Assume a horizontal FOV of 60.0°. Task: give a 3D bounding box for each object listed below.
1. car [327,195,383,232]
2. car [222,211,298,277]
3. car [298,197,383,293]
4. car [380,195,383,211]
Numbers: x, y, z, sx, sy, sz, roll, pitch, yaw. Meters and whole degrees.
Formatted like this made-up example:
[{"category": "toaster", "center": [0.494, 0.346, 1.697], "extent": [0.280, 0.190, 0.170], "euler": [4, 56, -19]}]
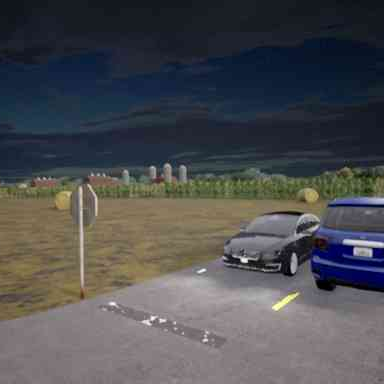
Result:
[{"category": "car", "center": [9.434, 1.103, 19.004], "extent": [2.097, 1.767, 4.553], "euler": [0, 1, 37]}, {"category": "car", "center": [2.727, 1.387, 10.132], "extent": [1.837, 1.490, 4.892], "euler": [0, 1, 36]}, {"category": "car", "center": [4.634, 1.122, 8.000], "extent": [2.150, 2.045, 5.566], "euler": [0, 1, 37]}, {"category": "car", "center": [20.063, 1.063, 32.899], "extent": [1.812, 1.442, 4.674], "euler": [0, 1, 38]}]
